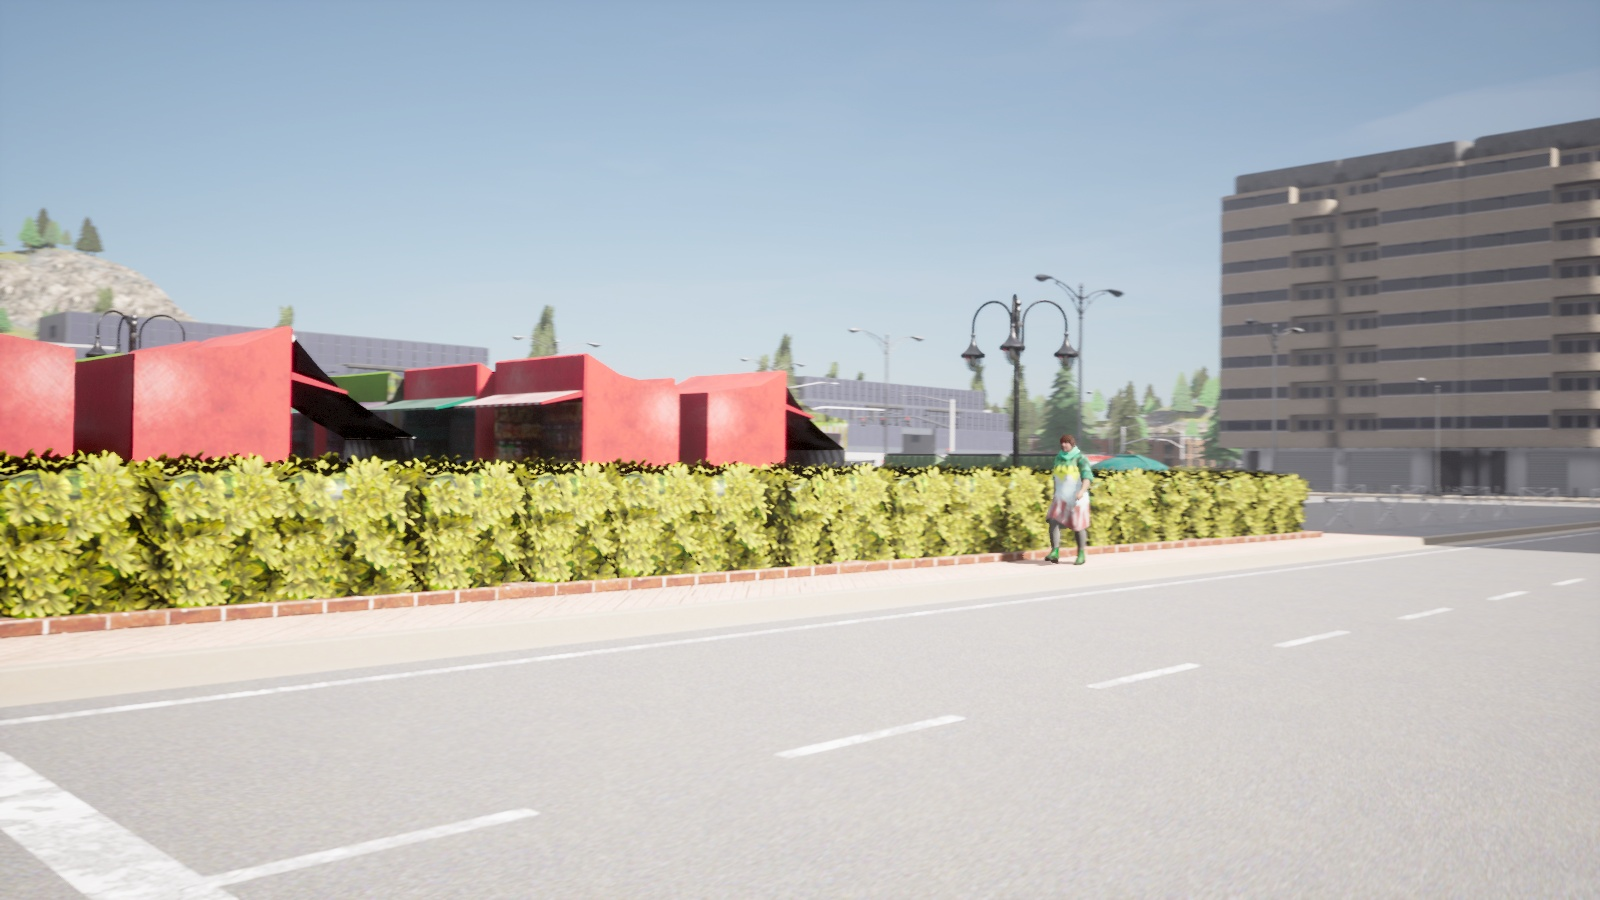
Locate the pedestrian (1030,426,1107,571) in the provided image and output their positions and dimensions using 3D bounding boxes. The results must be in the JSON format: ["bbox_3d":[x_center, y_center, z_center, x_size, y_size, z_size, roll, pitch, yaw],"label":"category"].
[{"bbox_3d":[3.730,0.657,17.415,0.873,1.952,0.659,1,-1,-44],"label":"pedestrian"}]
